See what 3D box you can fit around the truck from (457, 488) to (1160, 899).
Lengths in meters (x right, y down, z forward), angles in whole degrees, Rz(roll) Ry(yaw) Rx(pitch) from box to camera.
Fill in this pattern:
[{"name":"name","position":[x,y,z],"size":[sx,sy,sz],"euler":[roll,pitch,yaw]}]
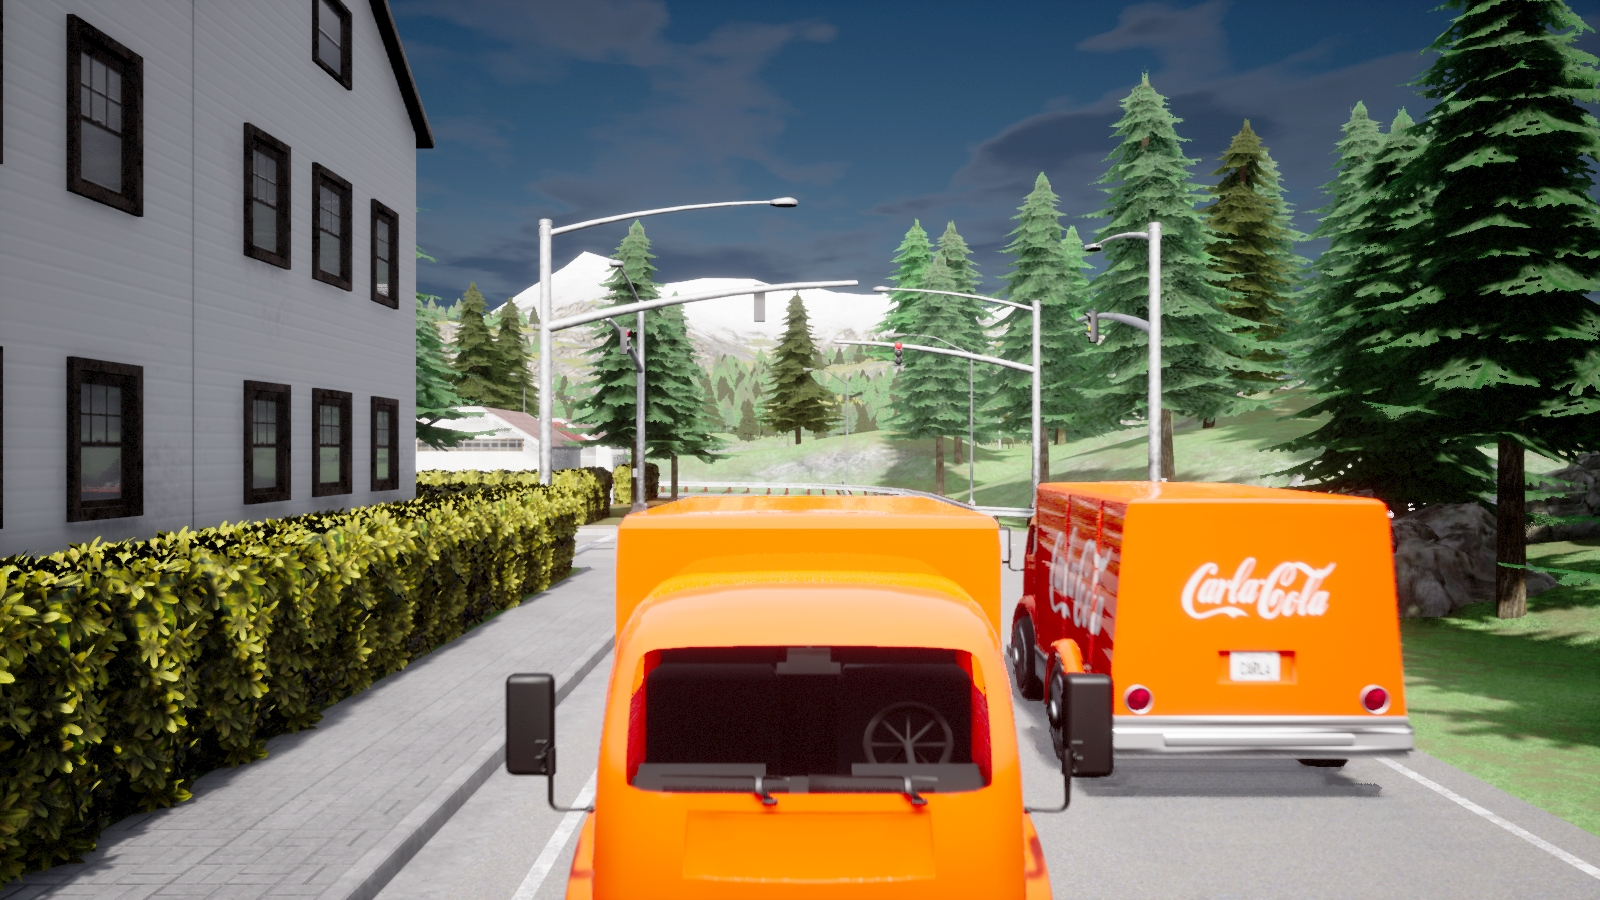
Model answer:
[{"name":"truck","position":[0.045,1.548,6.874],"size":[2.627,2.467,5.204],"euler":[0,0,0]}]

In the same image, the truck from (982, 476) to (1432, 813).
[{"name":"truck","position":[3.537,1.548,11.363],"size":[2.627,2.467,5.204],"euler":[0,0,0]}]
